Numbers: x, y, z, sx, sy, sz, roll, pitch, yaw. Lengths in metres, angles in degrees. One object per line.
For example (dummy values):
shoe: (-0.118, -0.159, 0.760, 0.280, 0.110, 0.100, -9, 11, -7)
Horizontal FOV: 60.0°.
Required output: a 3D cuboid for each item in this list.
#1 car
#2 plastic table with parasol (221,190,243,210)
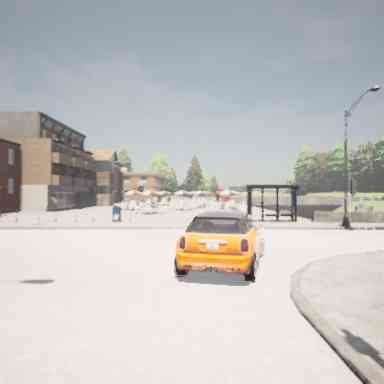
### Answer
car: (1.042, 1.373, 10.298, 2.097, 1.767, 4.553, 0, 0, 15)
plastic table with parasol: (4.995, 1.015, 42.133, 2.482, 2.480, 2.482, 0, 0, 0)
